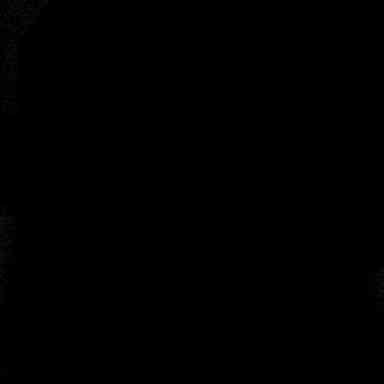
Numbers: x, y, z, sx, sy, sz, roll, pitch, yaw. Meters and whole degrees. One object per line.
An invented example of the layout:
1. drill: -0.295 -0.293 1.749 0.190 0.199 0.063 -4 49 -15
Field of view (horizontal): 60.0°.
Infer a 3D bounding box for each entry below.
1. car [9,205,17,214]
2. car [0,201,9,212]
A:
1. car: -16.225 1.525 33.541 1.802 1.307 4.206 0 -1 36
2. car: -19.368 1.181 29.152 2.192 1.841 5.009 0 -1 36
